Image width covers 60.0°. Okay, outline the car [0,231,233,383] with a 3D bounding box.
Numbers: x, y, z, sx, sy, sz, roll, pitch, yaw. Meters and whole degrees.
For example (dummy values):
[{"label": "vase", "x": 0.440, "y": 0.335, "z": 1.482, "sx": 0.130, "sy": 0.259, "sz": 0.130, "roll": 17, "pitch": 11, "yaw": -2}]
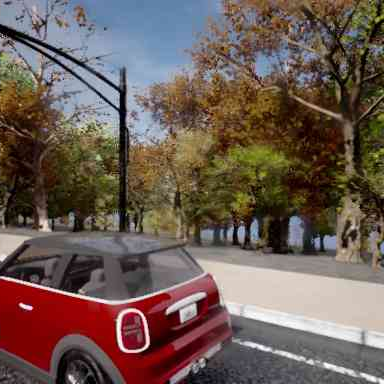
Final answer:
[{"label": "car", "x": -1.769, "y": 1.387, "z": 4.944, "sx": 4.553, "sy": 1.767, "sz": 2.097, "roll": -1, "pitch": 0, "yaw": 36}]
